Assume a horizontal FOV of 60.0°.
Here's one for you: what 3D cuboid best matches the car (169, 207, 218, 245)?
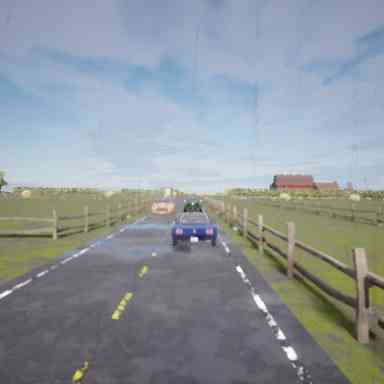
[{"bbox_3d":[0.098,1.605,15.444,1.895,1.301,4.718,0,0,0],"label":"car"}]

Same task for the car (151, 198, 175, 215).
[{"bbox_3d":[-2.839,1.362,33.575,2.097,1.767,4.553,0,0,0],"label":"car"}]

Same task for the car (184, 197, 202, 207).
[{"bbox_3d":[0.097,1.364,39.539,2.097,1.767,4.553,0,0,0],"label":"car"}]
